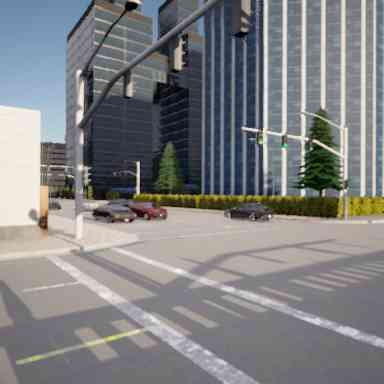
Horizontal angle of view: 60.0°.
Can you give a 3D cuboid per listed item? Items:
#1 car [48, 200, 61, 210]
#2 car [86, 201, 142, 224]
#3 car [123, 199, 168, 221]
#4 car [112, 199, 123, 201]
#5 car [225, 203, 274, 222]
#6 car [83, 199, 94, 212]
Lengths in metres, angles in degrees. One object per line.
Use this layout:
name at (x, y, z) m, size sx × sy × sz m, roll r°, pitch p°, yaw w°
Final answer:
car at (-18.652, 1.685, 43.803) m, size 1.994 × 1.385 × 4.181 m, roll 0°, pitch 0°, yaw -35°
car at (-6.275, 1.668, 26.383) m, size 2.033 × 1.411 × 5.357 m, roll 0°, pitch 0°, yaw -36°
car at (-3.972, 1.621, 29.182) m, size 1.882 × 1.535 × 5.008 m, roll 0°, pitch 0°, yaw -36°
car at (-11.531, 1.738, 51.916) m, size 2.033 × 1.411 × 5.357 m, roll 0°, pitch 0°, yaw -36°
car at (4.894, 1.713, 28.992) m, size 1.837 × 1.490 × 4.892 m, roll 0°, pitch 0°, yaw -36°
car at (-12.992, 1.668, 41.842) m, size 1.812 × 1.442 × 4.674 m, roll 0°, pitch -1°, yaw -35°
